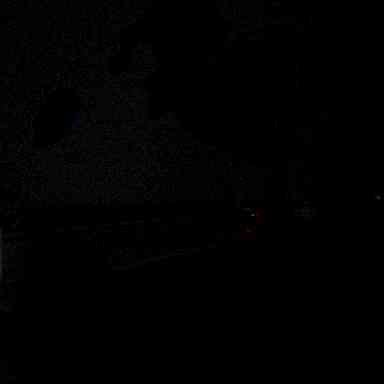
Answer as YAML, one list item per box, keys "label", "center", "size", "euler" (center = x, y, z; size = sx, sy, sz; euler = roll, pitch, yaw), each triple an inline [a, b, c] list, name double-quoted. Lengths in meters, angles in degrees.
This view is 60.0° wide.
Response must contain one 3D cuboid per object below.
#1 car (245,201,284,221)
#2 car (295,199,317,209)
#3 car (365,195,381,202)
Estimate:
- label: "car"
  center: [6.142, 1.565, 27.760]
  size: [1.837, 1.490, 4.892]
  euler: [0, -1, 36]
- label: "car"
  center: [15.685, 1.620, 45.674]
  size: [1.994, 1.385, 4.181]
  euler: [0, 0, 36]
- label: "car"
  center: [41.205, 1.406, 76.315]
  size: [2.097, 1.767, 4.553]
  euler: [0, 0, 36]
